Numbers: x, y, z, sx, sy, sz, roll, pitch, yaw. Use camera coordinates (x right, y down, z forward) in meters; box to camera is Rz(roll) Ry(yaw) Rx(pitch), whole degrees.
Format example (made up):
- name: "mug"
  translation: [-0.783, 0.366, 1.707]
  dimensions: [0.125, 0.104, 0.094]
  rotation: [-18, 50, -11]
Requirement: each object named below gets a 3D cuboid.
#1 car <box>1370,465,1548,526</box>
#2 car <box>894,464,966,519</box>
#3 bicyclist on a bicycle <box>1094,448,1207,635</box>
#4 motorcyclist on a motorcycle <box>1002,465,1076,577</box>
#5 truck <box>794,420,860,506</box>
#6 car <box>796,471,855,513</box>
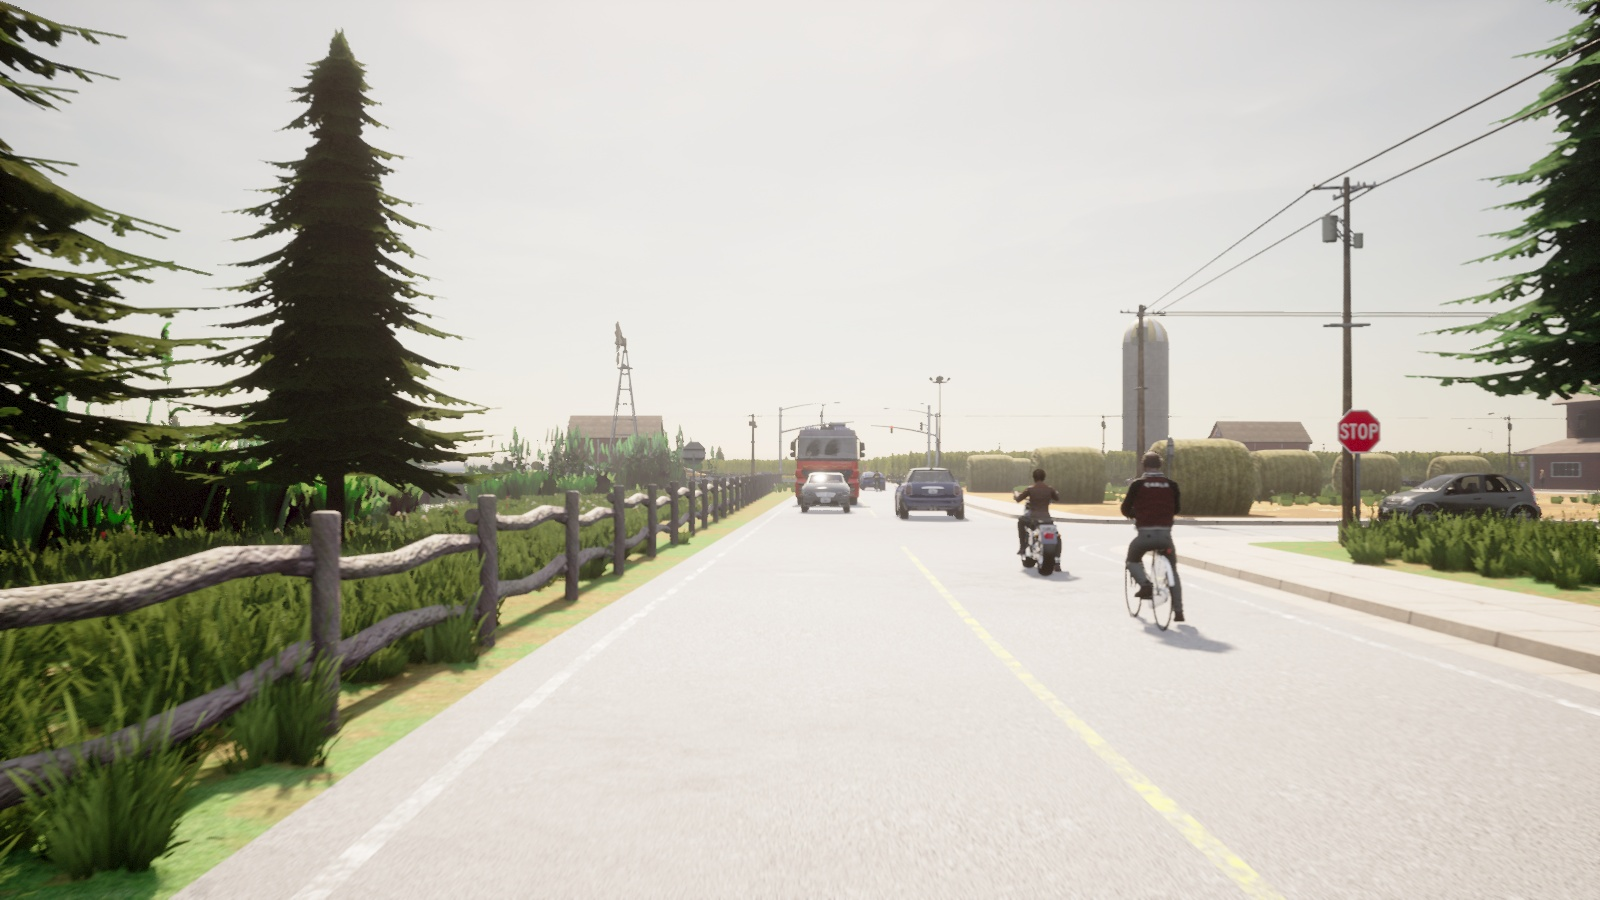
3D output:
- name: "car"
  translation: [18.328, 1.252, 35.053]
  dimensions: [3.988, 1.617, 1.851]
  rotation: [0, -1, -1]
- name: "car"
  translation: [4.350, 1.363, 42.715]
  dimensions: [2.097, 1.767, 4.553]
  rotation: [0, -1, 2]
- name: "bicyclist on a bicycle"
  translation: [3.541, 0.878, 12.849]
  dimensions: [0.659, 1.776, 1.843]
  rotation: [0, -1, 1]
- name: "motorcyclist on a motorcycle"
  translation: [3.712, 1.071, 19.678]
  dimensions: [0.766, 1.649, 2.350]
  rotation: [0, -1, 2]
- name: "truck"
  translation: [1.324, 0.641, 60.049]
  dimensions: [2.891, 3.827, 8.468]
  rotation: [0, -1, 2]
- name: "car"
  translation: [1.004, 1.567, 48.320]
  dimensions: [2.128, 1.511, 4.902]
  rotation: [0, -1, 2]
